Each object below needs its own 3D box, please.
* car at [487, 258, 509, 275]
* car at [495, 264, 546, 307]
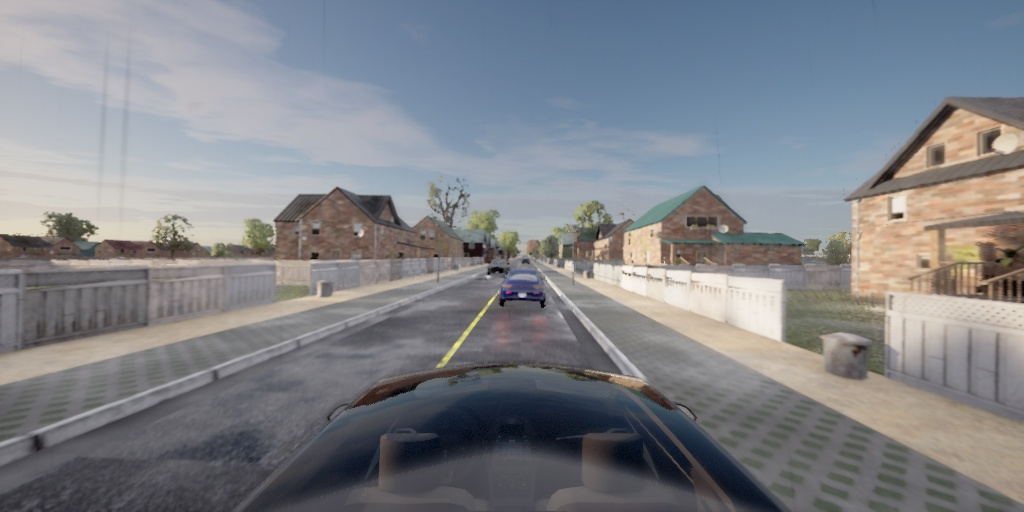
[{"bbox_3d":[-1.381,1.048,37.747,2.097,1.767,4.553,1,0,2],"label":"car"},{"bbox_3d":[0.482,1.278,15.585,1.812,1.442,4.674,1,0,2],"label":"car"}]
